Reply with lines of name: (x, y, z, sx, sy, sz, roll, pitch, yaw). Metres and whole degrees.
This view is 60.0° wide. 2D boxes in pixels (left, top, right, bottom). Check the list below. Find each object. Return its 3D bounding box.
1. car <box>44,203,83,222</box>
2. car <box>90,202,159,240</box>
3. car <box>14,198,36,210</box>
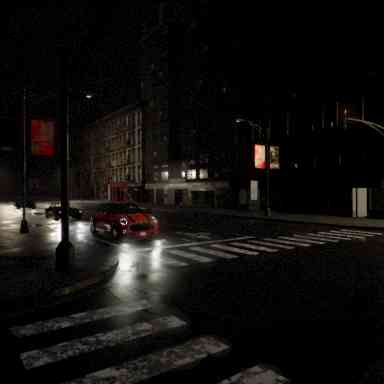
car: (-10.250, 1.556, 26.437, 1.895, 1.301, 4.718, 0, 0, -36)
car: (-3.557, 1.341, 17.113, 2.097, 1.767, 4.553, 0, 0, -36)
car: (-20.465, 1.429, 40.728, 1.812, 1.442, 4.674, 0, 0, -35)
